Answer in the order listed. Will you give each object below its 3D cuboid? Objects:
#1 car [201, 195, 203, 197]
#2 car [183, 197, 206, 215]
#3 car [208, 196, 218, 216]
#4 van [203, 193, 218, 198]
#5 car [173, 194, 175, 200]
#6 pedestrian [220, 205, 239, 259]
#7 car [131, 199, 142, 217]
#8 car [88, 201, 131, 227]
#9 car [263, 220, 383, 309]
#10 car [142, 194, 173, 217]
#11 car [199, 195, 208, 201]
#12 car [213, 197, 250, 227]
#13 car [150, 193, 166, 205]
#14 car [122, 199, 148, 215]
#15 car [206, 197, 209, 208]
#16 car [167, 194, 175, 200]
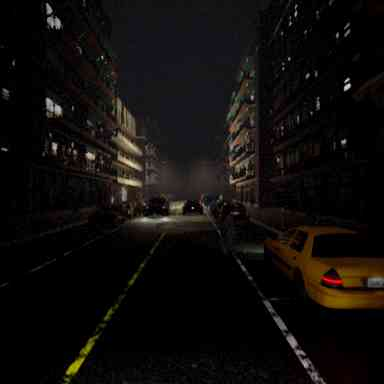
[{"bbox_3d":[2.706,1.477,50.817,1.802,1.307,4.206,1,0,0],"label":"car"},{"bbox_3d":[0.086,1.492,33.621,1.994,1.385,4.181,0,0,0],"label":"car"},{"bbox_3d":[2.706,1.379,28.170,1.967,1.590,4.097,1,0,0],"label":"car"},{"bbox_3d":[2.709,1.246,45.155,1.690,1.788,3.998,1,0,0],"label":"van"},{"bbox_3d":[-5.670,1.396,79.166,2.008,1.369,4.403,1,0,0],"label":"car"},{"bbox_3d":[1.230,1.270,10.855,0.375,1.860,0.375,1,-1,-3],"label":"pedestrian"},{"bbox_3d":[-5.675,1.465,28.042,1.752,1.417,4.829,1,0,0],"label":"car"},{"bbox_3d":[-5.677,1.496,22.551,1.887,1.381,4.507,1,0,0],"label":"car"},{"bbox_3d":[3.000,1.438,7.941,1.801,1.575,5.366,0,0,0],"label":"car"},{"bbox_3d":[-3.096,1.287,30.028,2.097,1.767,4.553,0,0,0],"label":"car"},{"bbox_3d":[2.710,1.396,79.126,2.008,1.369,4.403,1,0,0],"label":"car"},{"bbox_3d":[2.705,1.391,22.509,1.967,1.590,4.097,1,0,0],"label":"car"},{"bbox_3d":[-5.669,1.200,56.519,2.192,1.841,5.009,1,0,0],"label":"car"},{"bbox_3d":[-5.675,1.453,33.703,1.752,1.417,4.829,1,0,0],"label":"car"},{"bbox_3d":[2.705,1.478,33.832,2.008,1.369,4.403,1,0,0],"label":"car"},{"bbox_3d":[-5.669,1.371,90.489,1.887,1.381,4.507,1,0,0],"label":"car"}]
